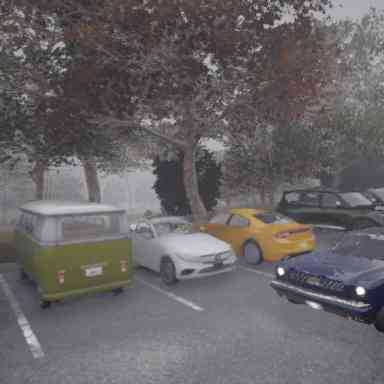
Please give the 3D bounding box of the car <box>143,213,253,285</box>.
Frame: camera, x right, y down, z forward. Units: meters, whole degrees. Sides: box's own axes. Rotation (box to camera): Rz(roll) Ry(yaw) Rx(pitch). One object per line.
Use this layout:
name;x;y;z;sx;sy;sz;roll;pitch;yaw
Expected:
car;-0.735;1.416;9.489;2.002;1.452;4.674;-2;1;-35

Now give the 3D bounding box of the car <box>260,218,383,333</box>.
car;3.762;1.448;6.601;4.718;1.301;1.895;-2;1;-35

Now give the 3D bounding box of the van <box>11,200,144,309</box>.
van;-3.077;1.224;7.992;1.878;1.987;4.442;-2;1;-35

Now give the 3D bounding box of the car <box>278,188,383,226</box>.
car;6.190;0.900;14.288;2.435;2.045;5.566;-2;1;-35

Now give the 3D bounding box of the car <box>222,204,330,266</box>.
car;1.641;1.299;11.138;2.097;1.535;5.008;-2;1;-35
